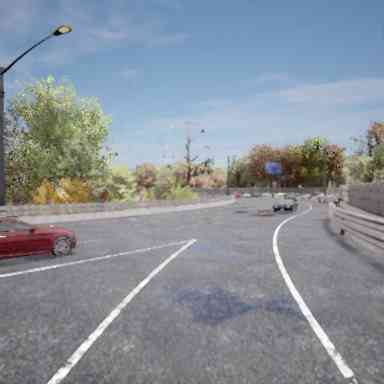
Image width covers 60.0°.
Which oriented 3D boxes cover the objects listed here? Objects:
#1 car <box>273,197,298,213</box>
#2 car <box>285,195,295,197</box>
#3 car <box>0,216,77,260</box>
[{"bbox_3d":[9.894,1.454,34.891,1.895,1.301,4.718,0,0,26],"label":"car"},{"bbox_3d":[20.100,1.267,68.311,2.033,1.411,5.357,0,0,6],"label":"car"},{"bbox_3d":[-6.005,1.481,10.496,1.812,1.442,4.674,0,0,40],"label":"car"}]
